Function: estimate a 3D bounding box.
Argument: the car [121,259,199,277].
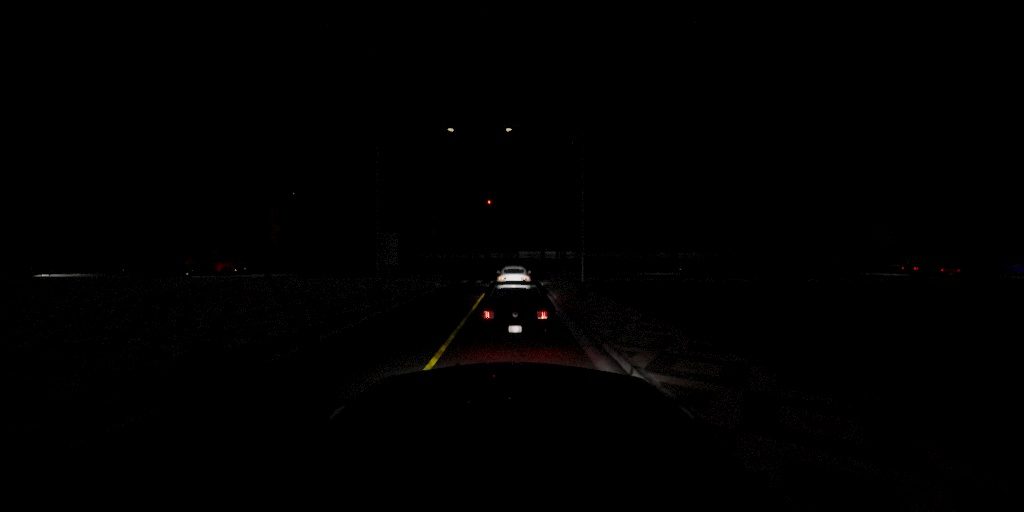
[{"bbox_3d":[-32.755,1.268,33.199,5.357,1.411,2.033,0,0,0],"label":"car"}]

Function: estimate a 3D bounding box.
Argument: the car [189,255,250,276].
[{"bbox_3d":[-29.897,0.927,36.449,5.566,2.045,2.150,0,0,0],"label":"car"}]

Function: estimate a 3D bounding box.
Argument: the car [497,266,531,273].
[{"bbox_3d":[0.113,1.261,20.221,1.812,1.442,4.674,0,0,1],"label":"car"}]

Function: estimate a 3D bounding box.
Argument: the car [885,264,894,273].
[{"bbox_3d":[43.890,1.190,39.242,5.008,1.535,1.882,0,0,1],"label":"car"}]

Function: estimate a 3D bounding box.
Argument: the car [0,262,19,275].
[{"bbox_3d":[-49.255,1.091,32.888,4.718,1.301,1.895,0,0,-3],"label":"car"}]

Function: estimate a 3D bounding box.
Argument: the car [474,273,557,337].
[{"bbox_3d":[0.109,1.344,10.237,1.895,1.301,4.718,0,0,1],"label":"car"}]

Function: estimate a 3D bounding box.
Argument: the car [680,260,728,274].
[{"bbox_3d":[21.075,1.203,39.502,4.902,1.511,2.128,0,0,1],"label":"car"}]

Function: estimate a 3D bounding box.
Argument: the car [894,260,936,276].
[{"bbox_3d":[42.321,1.279,35.921,5.357,1.411,2.033,0,0,1],"label":"car"}]

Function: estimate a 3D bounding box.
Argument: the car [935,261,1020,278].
[{"bbox_3d":[42.297,1.350,32.672,4.718,1.301,1.895,0,0,1],"label":"car"}]

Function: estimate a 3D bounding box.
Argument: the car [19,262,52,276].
[{"bbox_3d":[-49.439,1.257,36.134,4.181,1.385,1.994,0,0,-3],"label":"car"}]

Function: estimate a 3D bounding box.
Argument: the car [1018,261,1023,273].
[{"bbox_3d":[52.275,1.209,35.887,5.008,1.535,1.882,0,0,0],"label":"car"}]
